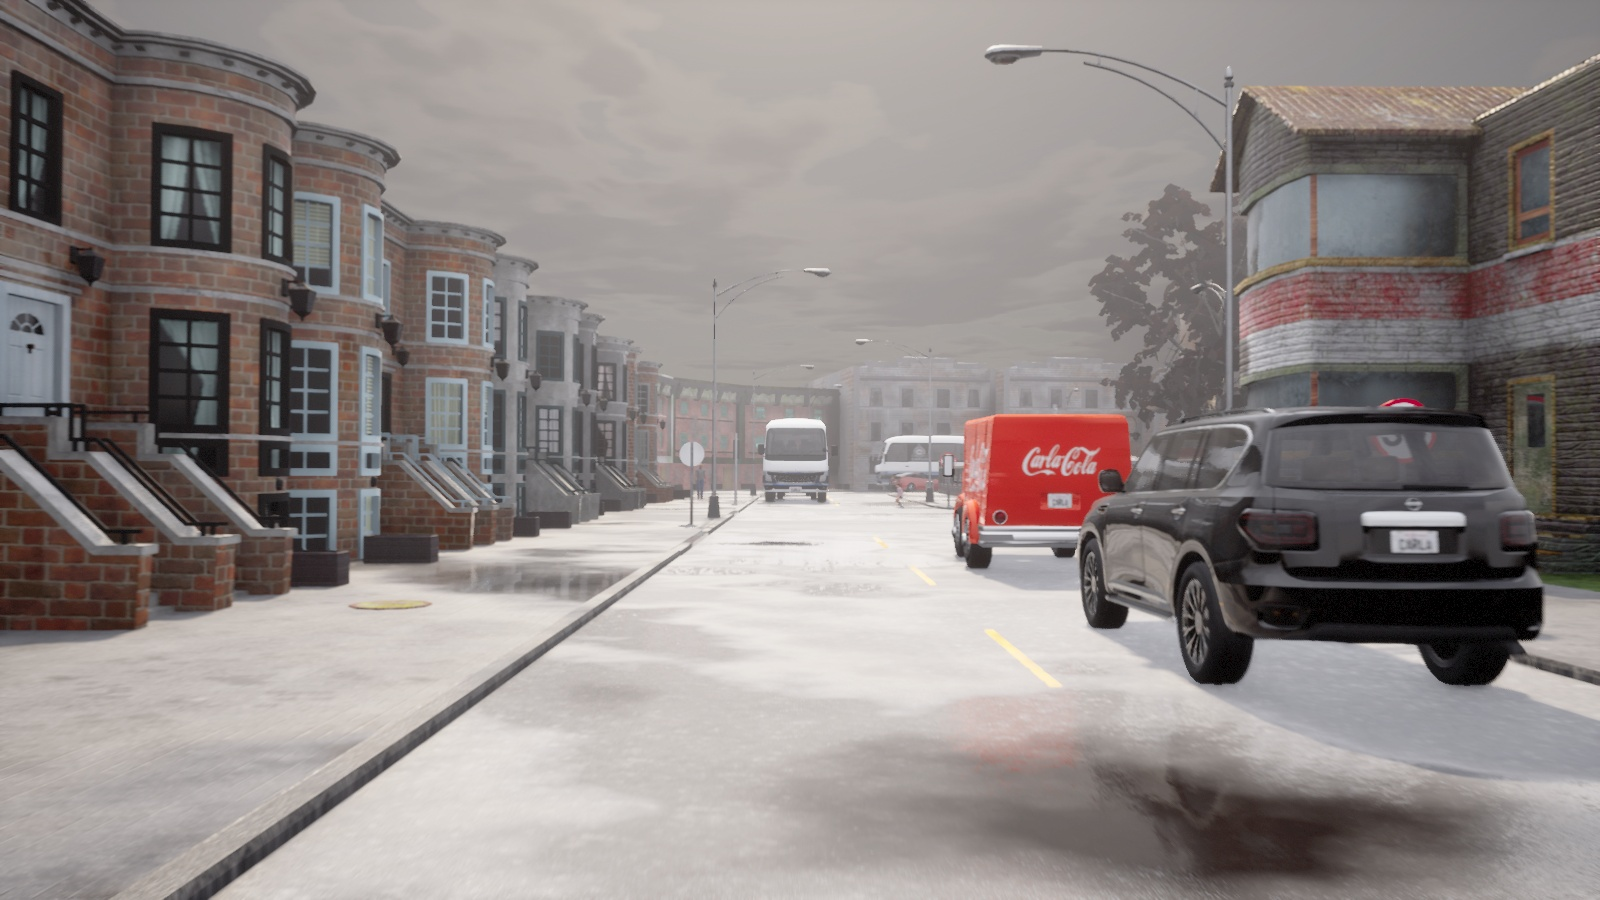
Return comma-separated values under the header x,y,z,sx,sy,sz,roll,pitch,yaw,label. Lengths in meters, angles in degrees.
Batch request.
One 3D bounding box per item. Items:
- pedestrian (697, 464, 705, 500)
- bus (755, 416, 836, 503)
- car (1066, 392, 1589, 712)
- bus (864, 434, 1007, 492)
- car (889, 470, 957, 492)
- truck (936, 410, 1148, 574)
x,y,z,sx,sy,sz,roll,pitch,yaw,label
-5.077,1.626,64.608,0.354,1.836,0.706,0,-1,-8,pedestrian
-0.177,0.552,66.471,3.944,4.253,10.273,0,-1,0,bus
3.974,0.699,10.851,2.150,2.045,5.566,0,-1,0,car
10.138,0.988,94.944,10.273,4.253,3.944,0,-1,-1,bus
8.861,2.243,90.550,4.514,1.525,2.007,0,-1,-26,car
3.943,0.673,21.582,2.627,2.467,5.204,0,-1,0,truck
